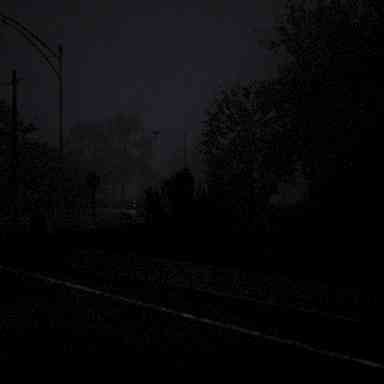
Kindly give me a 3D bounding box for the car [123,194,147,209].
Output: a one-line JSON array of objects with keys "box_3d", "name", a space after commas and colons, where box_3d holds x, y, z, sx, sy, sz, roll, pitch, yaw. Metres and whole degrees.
[{"box_3d": [-6.979, 1.298, 45.899, 2.150, 2.045, 5.566, 0, 0, 32], "name": "car"}]
